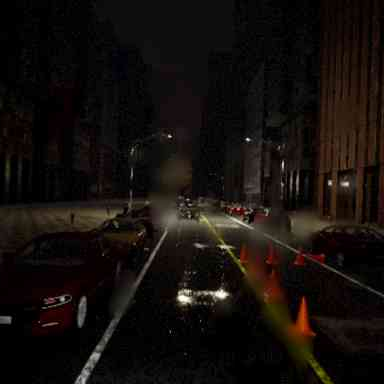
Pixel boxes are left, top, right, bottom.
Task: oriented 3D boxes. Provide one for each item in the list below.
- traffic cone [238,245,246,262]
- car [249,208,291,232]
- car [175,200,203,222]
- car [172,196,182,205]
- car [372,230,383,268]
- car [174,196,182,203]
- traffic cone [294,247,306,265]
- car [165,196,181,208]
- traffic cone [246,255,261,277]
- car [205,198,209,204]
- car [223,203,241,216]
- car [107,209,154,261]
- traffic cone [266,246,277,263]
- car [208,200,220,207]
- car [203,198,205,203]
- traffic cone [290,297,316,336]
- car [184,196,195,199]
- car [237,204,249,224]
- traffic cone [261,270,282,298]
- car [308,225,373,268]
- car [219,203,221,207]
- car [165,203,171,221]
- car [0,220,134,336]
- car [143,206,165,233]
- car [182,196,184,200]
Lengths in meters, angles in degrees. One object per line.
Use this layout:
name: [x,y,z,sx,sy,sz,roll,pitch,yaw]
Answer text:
traffic cone: [1.811,2.144,11.681,0.340,0.580,0.340,2,-1,-1]
car: [5.686,1.907,23.922,1.967,1.590,4.097,2,-1,-1]
car: [-0.243,1.795,29.403,1.837,1.490,4.892,2,-1,-1]
car: [-3.663,2.008,80.563,2.192,1.841,5.009,2,-1,-1]
car: [5.936,1.743,6.893,1.967,1.590,4.097,2,-1,-1]
car: [-3.830,2.122,91.915,2.192,1.841,5.009,2,-1,-1]
traffic cone: [3.807,2.223,11.708,0.340,0.580,0.340,2,-1,-1]
car: [-3.250,1.850,52.178,1.967,1.590,4.097,2,-1,-1]
traffic cone: [1.840,2.125,9.681,0.340,0.580,0.340,2,-1,-1]
car: [4.845,2.580,80.689,2.008,1.369,4.403,2,-1,-1]
car: [5.435,2.074,40.952,1.967,1.590,4.097,2,-1,-1]
car: [-2.666,1.543,12.272,1.752,1.417,4.829,2,-1,-1]
traffic cone: [2.810,2.184,11.695,0.340,0.580,0.340,2,-1,-1]
car: [5.011,2.498,69.335,1.802,1.307,4.206,2,-1,-1]
car: [4.677,2.726,92.042,1.802,1.307,4.206,2,-1,-1]
traffic cone: [1.899,2.087,5.682,0.340,0.580,0.340,2,-1,-1]
car: [-0.879,2.253,78.650,1.994,1.385,4.181,2,-1,-1]
car: [5.597,2.088,29.598,1.947,1.339,4.313,2,-1,-1]
traffic cone: [1.870,2.106,7.681,0.340,0.580,0.340,2,-1,-1]
car: [5.848,1.901,12.568,1.887,1.381,4.507,2,-1,-1]
car: [5.346,2.256,46.628,1.947,1.339,4.313,2,-1,-1]
car: [-2.837,1.695,23.795,1.947,1.339,4.313,2,-1,-1]
car: [-2.585,1.510,6.765,1.887,1.381,4.507,2,-1,-1]
car: [-2.752,1.619,18.118,1.887,1.381,4.507,2,-1,-1]
car: [-3.580,1.951,74.886,2.192,1.841,5.009,2,-1,-1]
